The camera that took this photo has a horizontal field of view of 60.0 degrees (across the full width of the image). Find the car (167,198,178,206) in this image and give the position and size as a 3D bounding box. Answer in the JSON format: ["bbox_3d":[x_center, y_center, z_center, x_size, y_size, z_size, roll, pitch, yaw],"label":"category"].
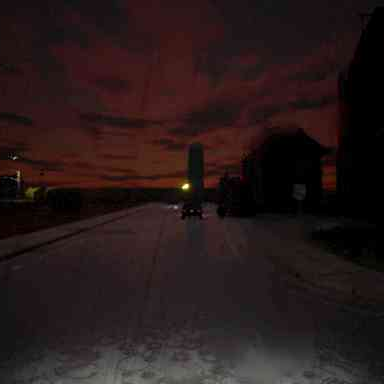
[{"bbox_3d":[-3.563,1.834,60.879,1.895,1.301,4.718,0,0,1],"label":"car"}]

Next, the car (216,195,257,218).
[{"bbox_3d":[4.153,1.304,30.870,1.905,1.878,3.866,-7,3,-42],"label":"car"}]

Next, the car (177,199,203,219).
[{"bbox_3d":[0.029,1.633,29.891,2.033,1.411,5.357,-1,-1,1],"label":"car"}]
